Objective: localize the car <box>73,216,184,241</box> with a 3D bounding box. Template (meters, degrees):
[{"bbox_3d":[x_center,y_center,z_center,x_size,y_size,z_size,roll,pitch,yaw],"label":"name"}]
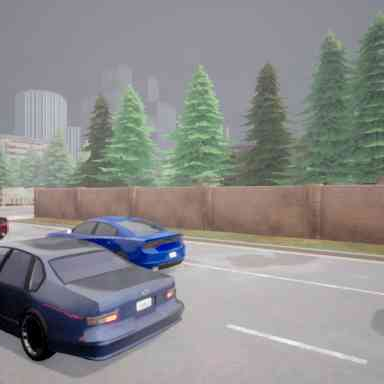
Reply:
[{"bbox_3d":[-2.513,1.478,10.081,5.008,1.535,1.882,0,0,35],"label":"car"}]

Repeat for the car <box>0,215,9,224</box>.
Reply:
[{"bbox_3d":[-10.746,1.477,15.945,5.008,1.535,1.882,0,0,35],"label":"car"}]

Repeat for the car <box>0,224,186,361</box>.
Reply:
[{"bbox_3d":[-2.691,1.547,5.903,5.357,1.411,2.033,0,0,35],"label":"car"}]
